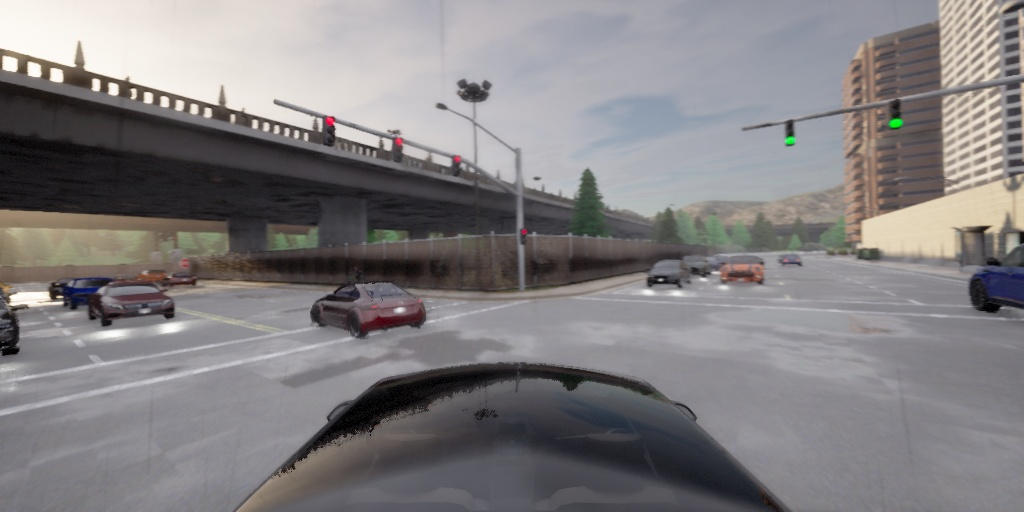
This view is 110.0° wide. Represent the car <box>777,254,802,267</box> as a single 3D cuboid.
[{"bbox_3d":[32.316,0.463,41.567,2.033,1.411,5.357,-2,0,35],"label":"car"}]

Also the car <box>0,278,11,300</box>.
[{"bbox_3d":[-37.399,2.367,25.478,5.357,1.411,2.033,-2,0,35],"label":"car"}]

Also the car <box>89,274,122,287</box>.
[{"bbox_3d":[-44.259,2.627,39.019,4.718,1.301,1.895,-2,0,35],"label":"car"}]

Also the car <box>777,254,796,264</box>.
[{"bbox_3d":[38.451,0.365,50.302,1.895,1.301,4.718,-2,0,35],"label":"car"}]

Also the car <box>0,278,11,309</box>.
[{"bbox_3d":[-28.901,2.060,19.481,5.008,1.535,1.882,-2,0,35],"label":"car"}]

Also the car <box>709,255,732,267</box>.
[{"bbox_3d":[26.331,0.629,45.238,2.033,1.411,5.357,-2,0,35],"label":"car"}]

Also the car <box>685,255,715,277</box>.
[{"bbox_3d":[14.497,0.726,28.577,2.097,1.767,4.553,-2,0,35],"label":"car"}]

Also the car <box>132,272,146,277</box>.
[{"bbox_3d":[-36.085,2.398,33.299,4.718,1.301,1.895,-2,0,35],"label":"car"}]

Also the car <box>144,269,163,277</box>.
[{"bbox_3d":[-40.737,2.286,40.706,4.553,1.767,2.097,-2,0,35],"label":"car"}]

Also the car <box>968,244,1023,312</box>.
[{"bbox_3d":[13.310,0.609,8.319,2.150,2.045,5.566,-2,0,35],"label":"car"}]

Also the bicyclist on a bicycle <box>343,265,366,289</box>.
[{"bbox_3d":[-10.697,1.401,24.399,0.582,1.620,1.656,-2,0,35],"label":"bicyclist on a bicycle"}]

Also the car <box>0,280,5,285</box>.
[{"bbox_3d":[-21.034,1.853,13.963,4.902,1.511,2.128,-2,0,35],"label":"car"}]

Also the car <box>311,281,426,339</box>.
[{"bbox_3d":[-4.395,1.454,10.767,4.181,1.385,1.994,-2,-1,43],"label":"car"}]

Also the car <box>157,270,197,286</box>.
[{"bbox_3d":[-32.539,2.268,35.018,4.181,1.385,1.994,-2,0,36],"label":"car"}]

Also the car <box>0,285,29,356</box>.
[{"bbox_3d":[-13.535,1.643,8.709,4.902,1.511,2.128,-2,0,35],"label":"car"}]

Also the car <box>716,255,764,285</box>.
[{"bbox_3d":[14.057,0.727,21.866,2.097,1.767,4.553,-2,0,35],"label":"car"}]

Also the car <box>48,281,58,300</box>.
[{"bbox_3d":[-30.402,2.195,24.820,4.181,1.385,1.994,-2,0,35],"label":"car"}]

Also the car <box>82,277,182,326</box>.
[{"bbox_3d":[-14.787,1.719,13.885,4.674,1.442,1.812,-2,0,35],"label":"car"}]

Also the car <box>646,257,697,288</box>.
[{"bbox_3d":[9.387,1.004,21.313,1.837,1.490,4.892,-2,0,35],"label":"car"}]

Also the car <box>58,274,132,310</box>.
[{"bbox_3d":[-22.282,1.881,19.110,5.008,1.535,1.882,-2,0,35],"label":"car"}]
